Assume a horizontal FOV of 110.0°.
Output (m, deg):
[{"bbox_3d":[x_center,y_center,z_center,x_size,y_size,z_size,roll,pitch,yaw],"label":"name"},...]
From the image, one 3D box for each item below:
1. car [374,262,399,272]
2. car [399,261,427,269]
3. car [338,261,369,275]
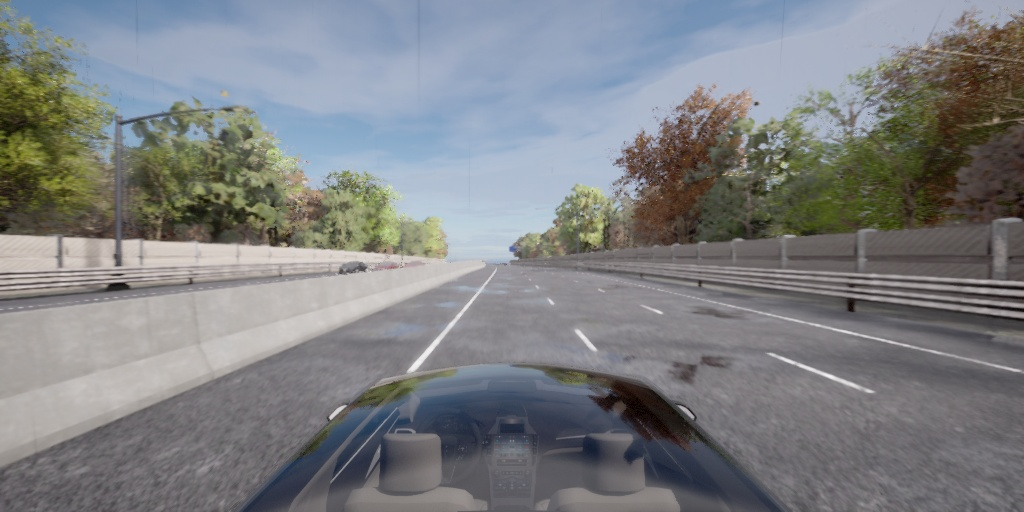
[{"bbox_3d":[-14.486,1.371,41.826,1.812,1.442,4.674,0,0,-1],"label":"car"},{"bbox_3d":[-10.982,1.313,41.103,1.882,1.535,5.008,0,0,-1],"label":"car"},{"bbox_3d":[-17.978,1.347,40.923,1.837,1.490,4.892,0,0,-1],"label":"car"}]
